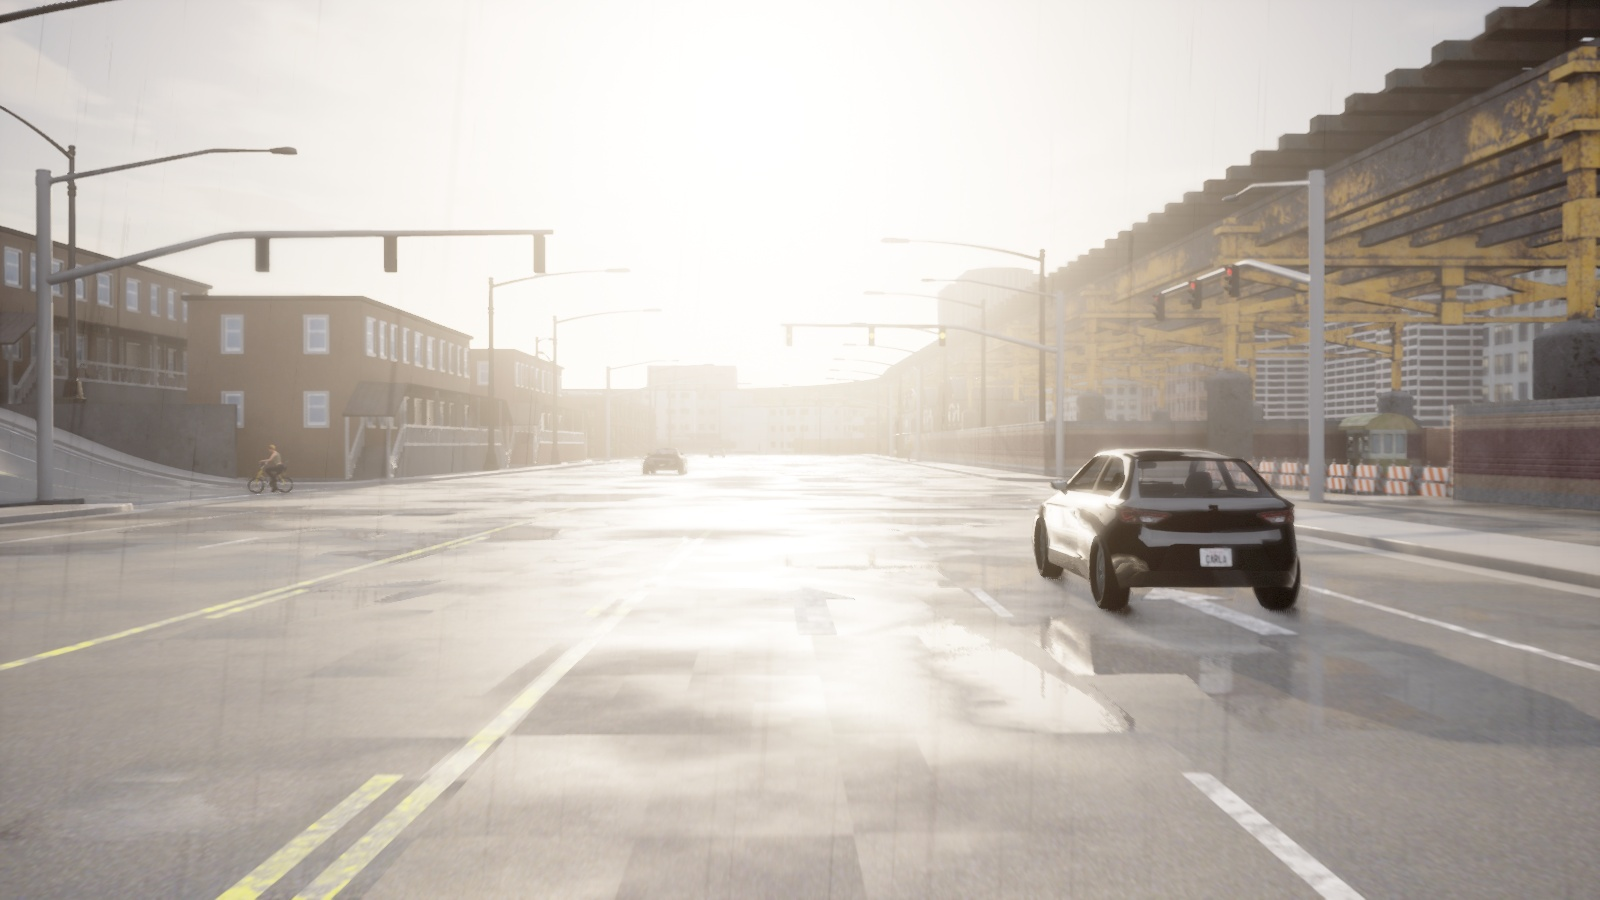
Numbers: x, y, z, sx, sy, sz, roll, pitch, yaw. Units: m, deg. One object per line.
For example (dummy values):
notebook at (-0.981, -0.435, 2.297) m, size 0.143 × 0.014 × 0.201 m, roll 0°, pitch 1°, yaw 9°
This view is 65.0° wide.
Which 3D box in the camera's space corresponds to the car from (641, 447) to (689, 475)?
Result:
car at (-6.851, 0.549, 64.133) m, size 1.994 × 1.385 × 4.181 m, roll 0°, pitch 0°, yaw 0°

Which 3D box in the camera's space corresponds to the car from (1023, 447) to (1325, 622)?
car at (3.546, 0.712, 12.740) m, size 1.816 × 1.474 × 4.193 m, roll 0°, pitch 0°, yaw 0°

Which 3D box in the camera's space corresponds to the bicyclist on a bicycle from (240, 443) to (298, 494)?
bicyclist on a bicycle at (-17.599, 0.602, 41.630) m, size 1.509 × 1.612 × 0.866 m, roll -2°, pitch 0°, yaw -1°
